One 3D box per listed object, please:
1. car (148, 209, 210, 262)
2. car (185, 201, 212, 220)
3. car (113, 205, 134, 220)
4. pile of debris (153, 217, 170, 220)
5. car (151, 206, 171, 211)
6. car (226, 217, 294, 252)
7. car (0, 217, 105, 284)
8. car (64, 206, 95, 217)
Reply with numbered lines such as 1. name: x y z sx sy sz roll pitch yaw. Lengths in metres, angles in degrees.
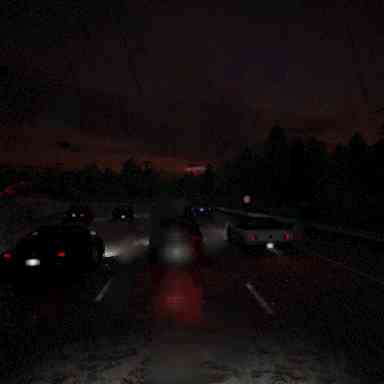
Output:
1. car: -0.624 1.634 12.665 1.837 1.490 4.892 0 -1 -4
2. car: 0.522 1.669 32.021 2.097 1.767 4.553 0 -1 -9
3. car: -6.523 1.943 31.905 1.895 1.301 4.718 0 -1 -10
4. pile of debris: -2.924 2.500 31.475 1.500 0.140 1.860 0 -1 -10
5. car: -2.889 1.924 31.374 1.895 1.301 4.718 0 -1 -10
6. car: 2.745 1.737 14.658 1.895 1.301 4.718 0 -1 -5
7. car: -3.946 1.679 9.983 1.994 1.385 4.181 0 -1 -4
8. car: -9.376 1.859 27.794 2.033 1.411 5.357 0 -1 -9
